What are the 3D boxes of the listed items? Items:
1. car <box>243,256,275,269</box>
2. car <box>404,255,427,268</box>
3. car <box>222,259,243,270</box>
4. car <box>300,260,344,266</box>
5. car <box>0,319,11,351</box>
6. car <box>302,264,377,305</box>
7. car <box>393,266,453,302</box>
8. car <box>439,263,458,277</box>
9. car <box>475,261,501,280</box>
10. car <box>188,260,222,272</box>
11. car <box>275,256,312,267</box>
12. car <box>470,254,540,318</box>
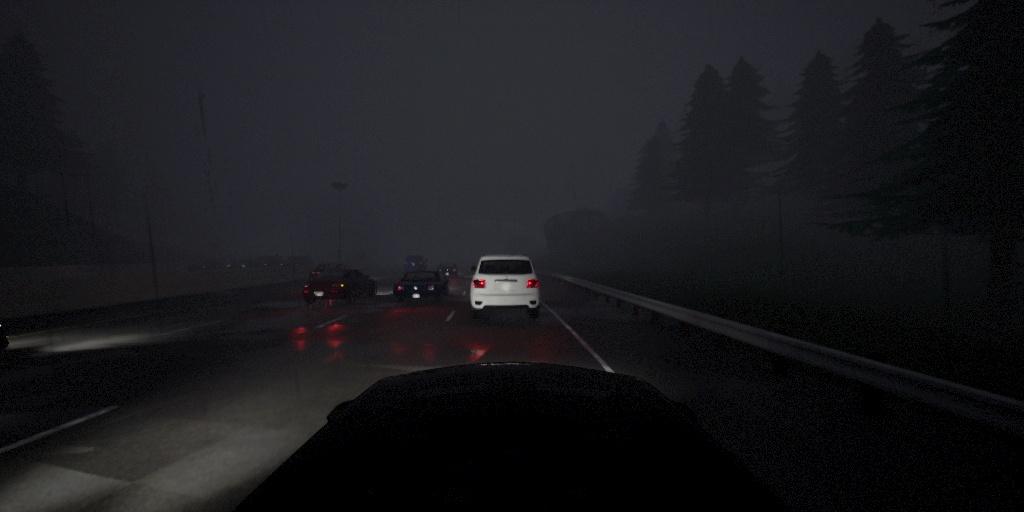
[{"bbox_3d":[-29.282,0.966,42.917,2.150,2.045,5.566,0,0,-12],"label":"car"},{"bbox_3d":[-10.638,0.932,39.642,2.150,2.045,5.566,0,0,-11],"label":"car"},{"bbox_3d":[-33.169,1.150,44.391,2.097,1.767,4.553,0,0,-14],"label":"car"},{"bbox_3d":[-11.820,1.229,24.105,2.128,1.511,4.902,0,0,-6],"label":"car"},{"bbox_3d":[-10.514,1.270,4.763,1.837,1.490,4.892,0,0,-1],"label":"car"},{"bbox_3d":[-7.543,1.267,16.022,1.812,1.442,4.674,0,0,-4],"label":"car"},{"bbox_3d":[-4.076,1.335,16.854,1.895,1.301,4.718,0,0,-4],"label":"car"},{"bbox_3d":[-6.196,1.311,34.616,1.895,1.301,4.718,0,0,-9],"label":"car"},{"bbox_3d":[-2.186,1.213,31.395,1.837,1.490,4.892,0,0,-8],"label":"car"},{"bbox_3d":[-36.437,1.233,42.945,1.882,1.535,5.008,0,0,-13],"label":"car"},{"bbox_3d":[-25.720,0.957,42.963,2.150,2.045,5.566,0,0,-12],"label":"car"},{"bbox_3d":[-0.317,0.955,13.052,2.150,2.045,5.566,0,0,-3],"label":"car"}]
